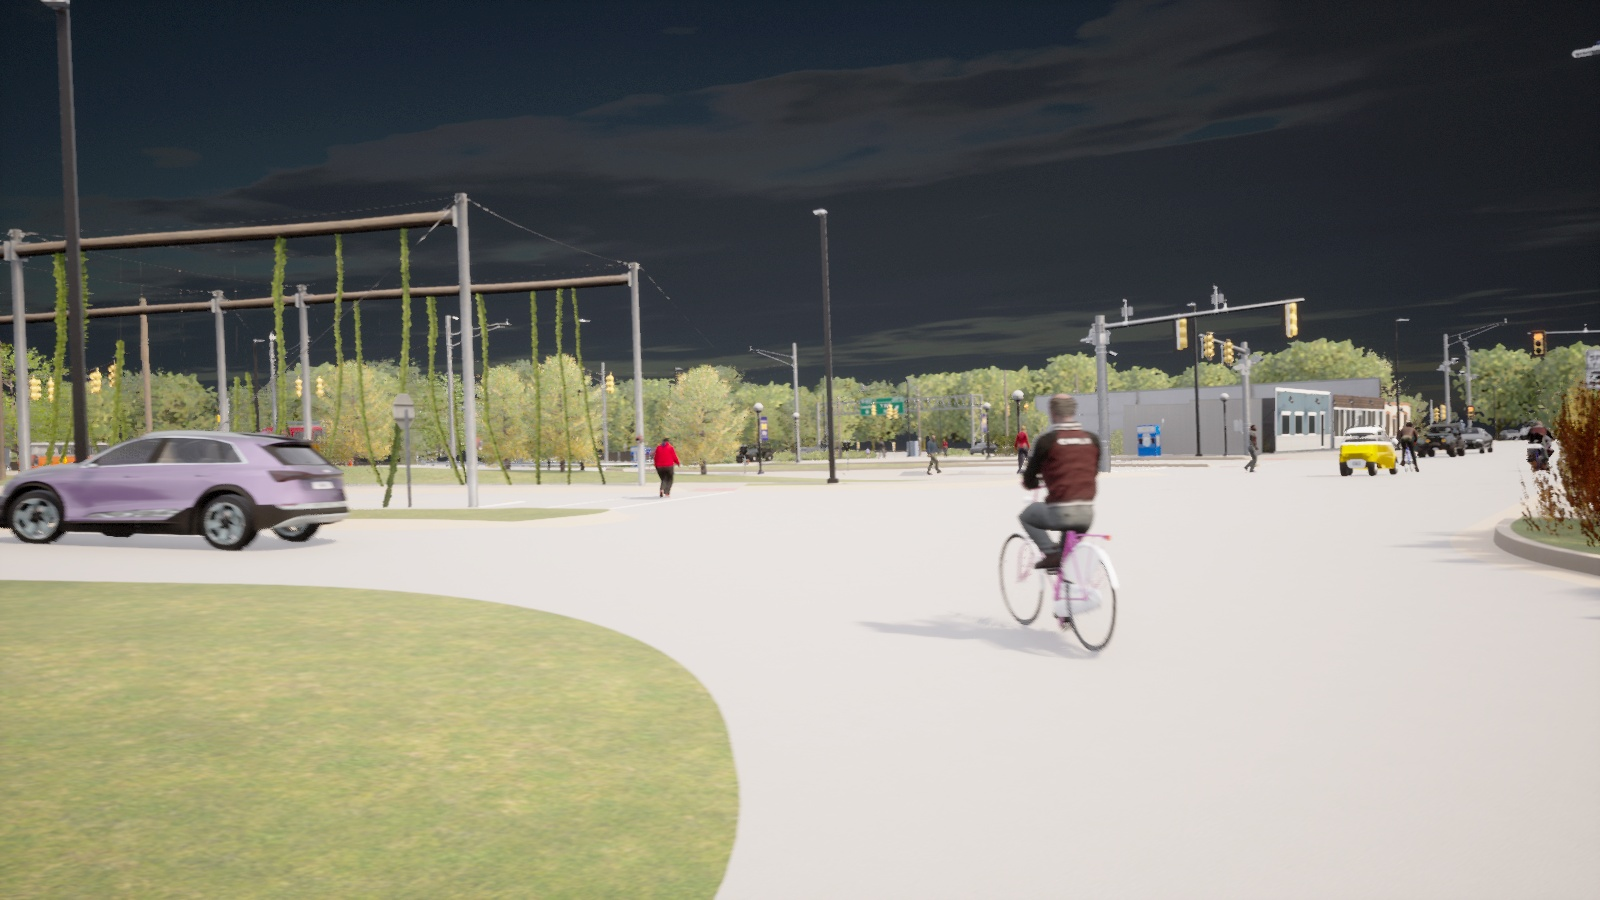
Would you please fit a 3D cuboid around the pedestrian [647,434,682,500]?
[{"bbox_3d":[-3.865,0.466,35.909,0.634,1.844,0.899,-2,1,14],"label":"pedestrian"}]

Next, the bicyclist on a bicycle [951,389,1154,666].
[{"bbox_3d":[1.756,0.474,9.046,0.659,1.776,1.843,-2,2,-14],"label":"bicyclist on a bicycle"}]

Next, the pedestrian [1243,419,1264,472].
[{"bbox_3d":[16.857,-0.154,46.681,0.666,1.930,0.402,-2,1,24],"label":"pedestrian"}]

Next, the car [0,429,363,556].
[{"bbox_3d":[-9.067,0.566,18.033,4.856,1.649,2.033,1,0,9],"label":"car"}]

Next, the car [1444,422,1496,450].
[{"bbox_3d":[42.190,-0.913,79.057,2.152,1.651,5.027,-2,0,36],"label":"car"}]

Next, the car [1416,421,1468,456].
[{"bbox_3d":[36.567,-0.686,71.489,1.905,1.878,3.866,-2,0,38],"label":"car"}]

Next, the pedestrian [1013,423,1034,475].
[{"bbox_3d":[7.951,-0.039,44.677,0.331,1.846,0.636,-2,1,45],"label":"pedestrian"}]

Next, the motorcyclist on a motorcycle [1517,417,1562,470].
[{"bbox_3d":[22.367,-0.179,37.966,0.866,1.530,2.191,-2,-1,37],"label":"motorcyclist on a motorcycle"}]

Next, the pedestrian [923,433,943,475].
[{"bbox_3d":[5.972,0.183,56.305,0.726,1.842,0.402,-2,1,37],"label":"pedestrian"}]

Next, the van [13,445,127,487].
[{"bbox_3d":[-35.691,0.765,61.467,1.775,1.987,4.442,-2,-1,36],"label":"van"}]

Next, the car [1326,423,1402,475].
[{"bbox_3d":[15.875,-0.033,35.301,1.481,1.376,2.207,-2,-1,36],"label":"car"}]
